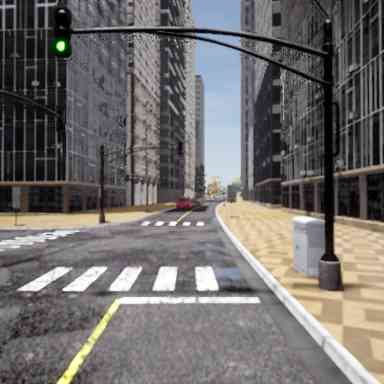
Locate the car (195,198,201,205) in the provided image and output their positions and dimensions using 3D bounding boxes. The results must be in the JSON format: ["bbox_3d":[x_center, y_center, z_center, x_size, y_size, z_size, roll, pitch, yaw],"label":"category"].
[{"bbox_3d":[0.778,2.064,70.937,1.837,1.490,4.892,0,0,7],"label":"car"}]

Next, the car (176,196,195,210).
[{"bbox_3d":[-1.194,1.764,52.400,2.150,2.045,5.566,0,1,5],"label":"car"}]
